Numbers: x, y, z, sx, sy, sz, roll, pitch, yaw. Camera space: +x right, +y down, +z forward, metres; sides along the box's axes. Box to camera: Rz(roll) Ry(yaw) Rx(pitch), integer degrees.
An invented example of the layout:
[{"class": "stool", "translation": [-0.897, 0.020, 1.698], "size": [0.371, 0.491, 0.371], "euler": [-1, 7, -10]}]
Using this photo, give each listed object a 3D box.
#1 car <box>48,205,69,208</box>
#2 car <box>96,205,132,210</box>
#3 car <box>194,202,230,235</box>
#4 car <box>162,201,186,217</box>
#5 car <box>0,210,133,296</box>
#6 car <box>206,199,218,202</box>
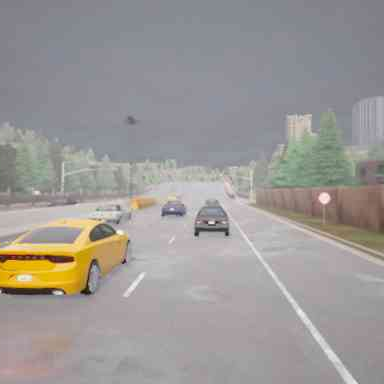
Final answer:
[{"class": "car", "translation": [-15.241, 1.522, 39.838], "size": [2.033, 1.411, 5.357], "euler": [0, 0, 3]}, {"class": "car", "translation": [-5.604, 1.554, 23.542], "size": [1.895, 1.301, 4.718], "euler": [0, 0, 3]}, {"class": "car", "translation": [1.099, 1.522, 18.449], "size": [2.033, 1.411, 5.357], "euler": [0, 0, 3]}, {"class": "car", "translation": [-1.636, 1.514, 31.201], "size": [1.994, 1.385, 4.181], "euler": [0, 0, 3]}, {"class": "car", "translation": [-2.978, 1.458, 8.683], "size": [1.882, 1.535, 5.008], "euler": [0, 0, 3]}, {"class": "car", "translation": [2.317, 1.495, 38.615], "size": [2.033, 1.411, 5.357], "euler": [0, 0, 3]}]
